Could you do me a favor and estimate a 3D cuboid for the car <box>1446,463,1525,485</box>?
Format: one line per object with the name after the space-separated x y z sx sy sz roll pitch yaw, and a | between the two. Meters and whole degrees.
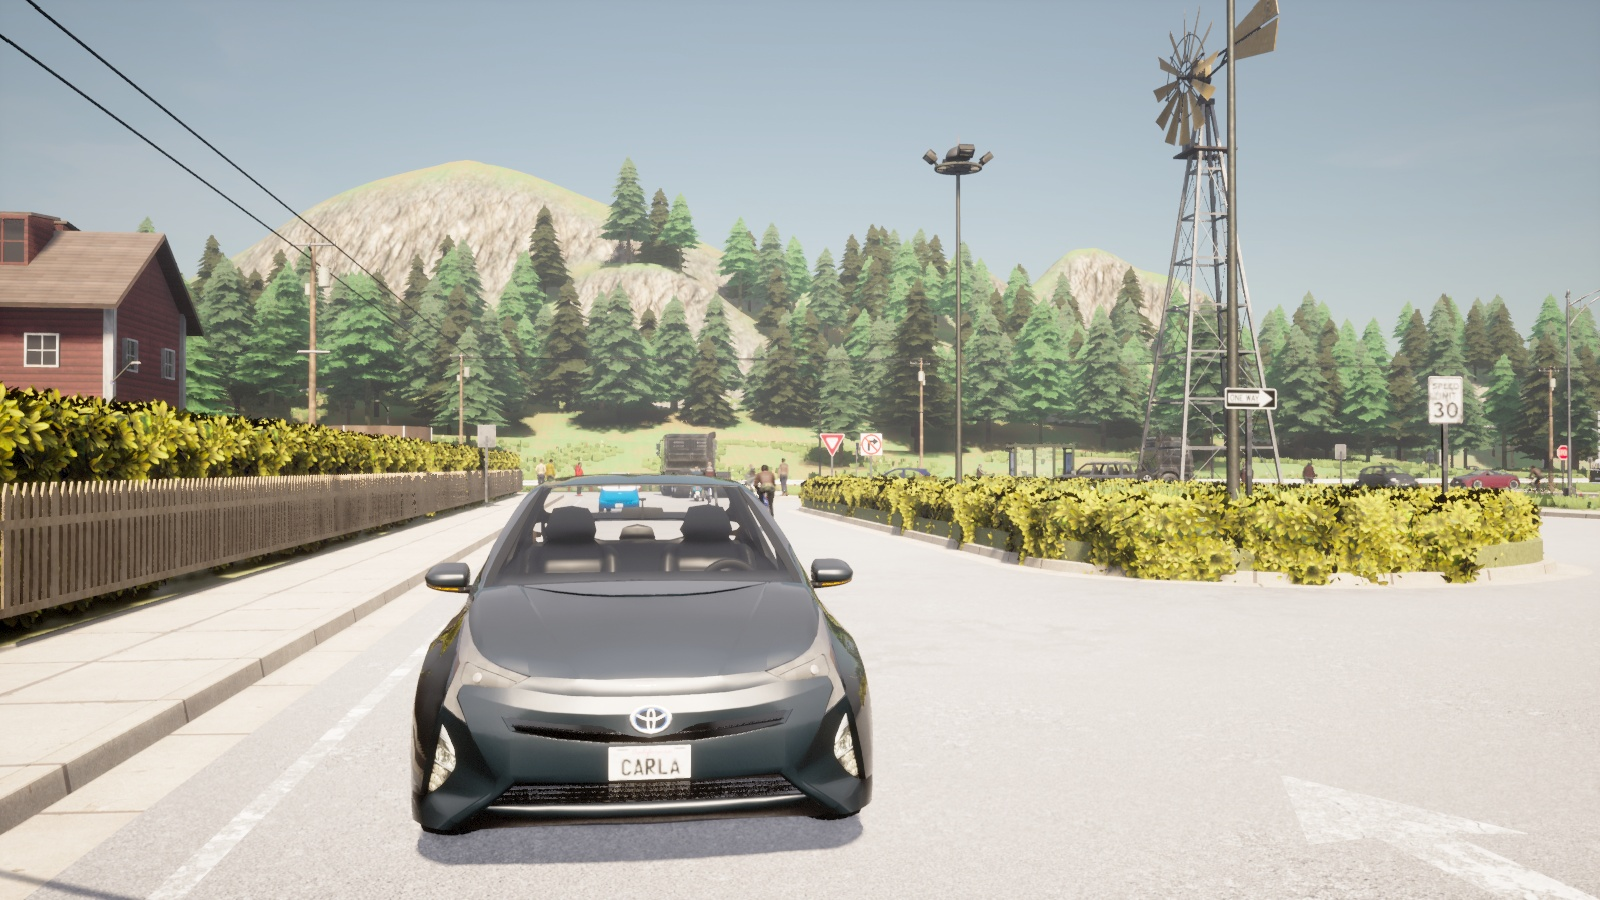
45.463 1.597 83.339 4.181 1.385 1.994 0 -1 -8 | car

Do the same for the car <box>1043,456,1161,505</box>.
12.092 1.203 50.585 1.932 1.855 4.605 0 -1 -30 | car

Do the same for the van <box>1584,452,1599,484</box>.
53.348 1.155 80.930 4.480 2.038 2.069 0 -1 -8 | van

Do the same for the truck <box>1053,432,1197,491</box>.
19.658 0.681 76.159 7.936 3.462 2.891 0 -1 -8 | truck

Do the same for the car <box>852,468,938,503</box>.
4.118 1.521 54.321 3.633 1.501 1.845 0 -1 6 | car

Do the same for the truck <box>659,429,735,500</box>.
-5.482 0.757 65.464 2.891 3.462 7.936 0 -1 -13 | truck

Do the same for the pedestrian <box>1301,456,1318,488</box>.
29.548 1.292 72.802 0.634 1.844 0.899 -1 -1 40 | pedestrian

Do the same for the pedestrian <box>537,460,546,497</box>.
-12.996 1.430 63.187 0.345 1.836 0.594 0 -1 -3 | pedestrian

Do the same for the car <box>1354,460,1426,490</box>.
33.056 1.368 70.519 1.851 1.617 3.988 0 -1 -6 | car

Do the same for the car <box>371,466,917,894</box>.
-0.869 0.862 6.907 2.007 1.525 4.514 0 -1 -8 | car

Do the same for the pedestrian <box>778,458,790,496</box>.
-0.778 1.282 60.102 0.328 1.805 0.869 0 -1 -17 | pedestrian
